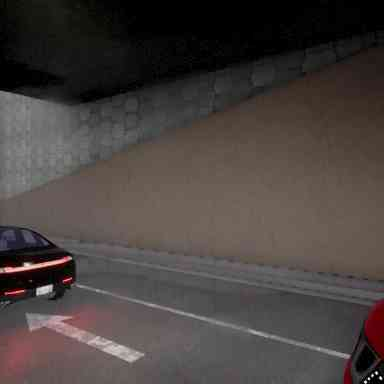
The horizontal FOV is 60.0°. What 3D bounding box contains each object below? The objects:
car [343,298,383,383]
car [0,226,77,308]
[{"bbox_3d":[3.644,1.221,1.345,5.566,2.045,2.150,0,0,35],"label":"car"},{"bbox_3d":[-4.533,1.492,7.202,4.902,1.511,2.128,0,0,36],"label":"car"}]
